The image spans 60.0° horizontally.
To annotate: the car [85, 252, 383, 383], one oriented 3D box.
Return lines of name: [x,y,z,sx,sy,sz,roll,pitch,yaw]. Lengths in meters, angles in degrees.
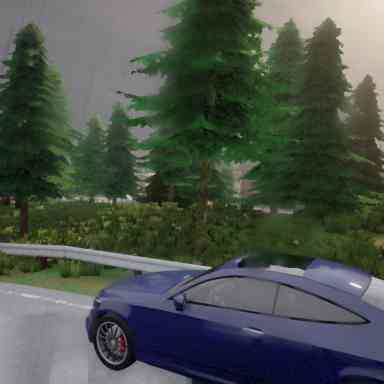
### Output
car: [0.796,1.499,4.072,4.674,1.442,1.812,1,1,31]
